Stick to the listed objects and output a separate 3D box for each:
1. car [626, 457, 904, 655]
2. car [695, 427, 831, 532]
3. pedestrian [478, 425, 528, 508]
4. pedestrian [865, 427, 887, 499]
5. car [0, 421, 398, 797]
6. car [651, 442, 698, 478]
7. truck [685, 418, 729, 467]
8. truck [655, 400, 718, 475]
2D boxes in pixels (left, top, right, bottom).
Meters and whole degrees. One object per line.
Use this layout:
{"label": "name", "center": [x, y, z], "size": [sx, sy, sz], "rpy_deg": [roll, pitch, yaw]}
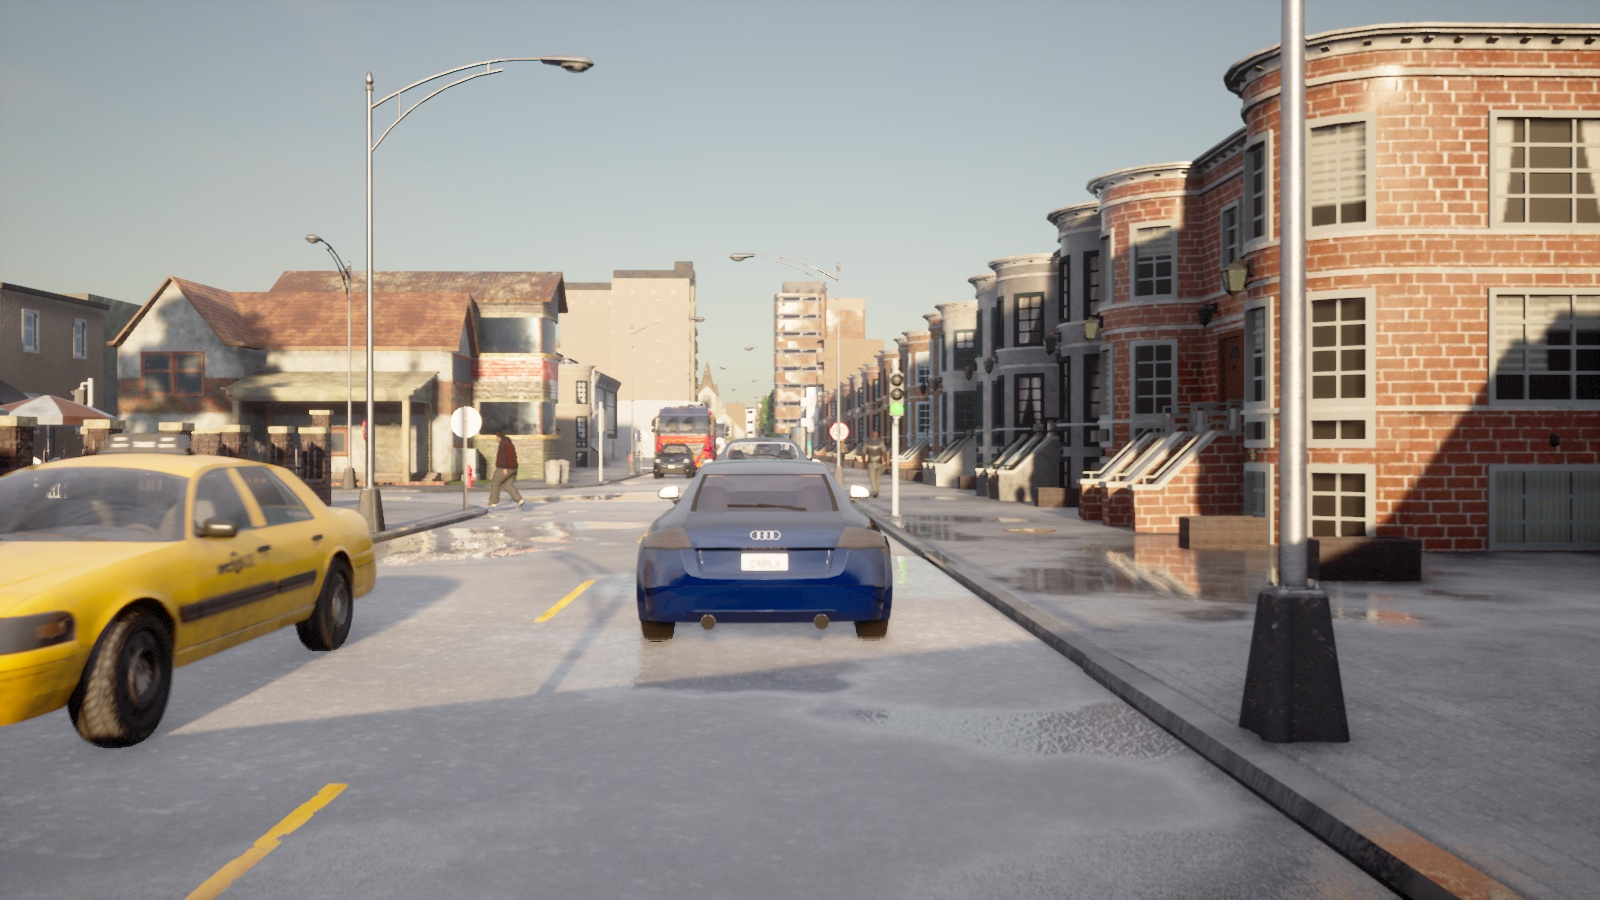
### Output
{"label": "car", "center": [-0.312, 0.772, 11.114], "size": [1.994, 1.385, 4.181], "rpy_deg": [0, 0, -2]}
{"label": "car", "center": [-0.661, 0.449, 22.295], "size": [2.152, 1.651, 5.027], "rpy_deg": [0, 0, -2]}
{"label": "pedestrian", "center": [-6.689, 0.356, 28.281], "size": [0.899, 1.844, 0.634], "rpy_deg": [0, 0, 17]}
{"label": "pedestrian", "center": [2.001, 0.345, 33.133], "size": [0.563, 1.883, 0.849], "rpy_deg": [0, 0, 4]}
{"label": "car", "center": [-4.216, 0.656, 7.917], "size": [1.801, 1.575, 5.366], "rpy_deg": [0, 0, -2]}
{"label": "car", "center": [-5.751, 0.444, 57.931], "size": [1.851, 1.617, 3.988], "rpy_deg": [0, 0, -2]}
{"label": "truck", "center": [-6.794, -0.555, 92.532], "size": [2.891, 3.462, 7.936], "rpy_deg": [0, 0, -2]}
{"label": "truck", "center": [-6.065, -0.655, 68.266], "size": [2.891, 3.827, 8.468], "rpy_deg": [0, 0, -2]}
